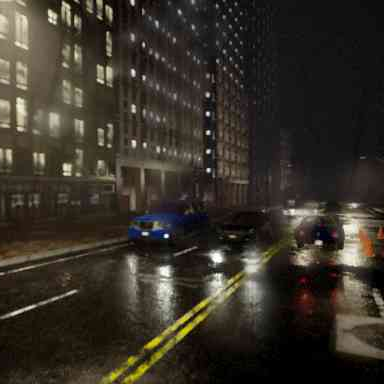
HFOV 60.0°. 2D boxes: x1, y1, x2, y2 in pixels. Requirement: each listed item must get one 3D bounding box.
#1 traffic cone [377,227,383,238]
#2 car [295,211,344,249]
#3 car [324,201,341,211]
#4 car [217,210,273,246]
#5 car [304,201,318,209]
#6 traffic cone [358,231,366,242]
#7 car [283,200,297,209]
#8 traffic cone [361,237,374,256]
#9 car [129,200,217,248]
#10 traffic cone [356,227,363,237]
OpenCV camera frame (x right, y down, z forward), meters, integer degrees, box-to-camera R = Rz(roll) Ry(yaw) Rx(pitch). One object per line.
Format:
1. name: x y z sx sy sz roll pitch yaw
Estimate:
1. traffic cone: 9.952 2.121 17.508 0.340 0.580 0.340 -1 -1 24
2. car: 6.011 1.758 15.448 1.895 1.301 4.718 -1 -1 24
3. car: 18.106 1.904 42.809 1.882 1.535 5.008 -1 -1 24
4. car: 2.739 1.660 16.578 1.882 1.535 5.008 -1 -1 24
5. car: 19.440 2.153 54.229 1.895 1.301 4.718 -1 -1 24
6. traffic cone: 7.421 2.093 14.255 0.340 0.580 0.340 -1 -1 24
7. car: 16.293 2.066 55.164 2.128 1.511 4.902 -1 -1 24
8. traffic cone: 6.612 2.075 12.426 0.340 0.580 0.340 -1 -1 24
9. car: -0.862 1.416 16.478 2.150 2.045 5.566 -1 -1 24
10. traffic cone: 8.229 2.111 16.084 0.340 0.580 0.340 0 -1 24
